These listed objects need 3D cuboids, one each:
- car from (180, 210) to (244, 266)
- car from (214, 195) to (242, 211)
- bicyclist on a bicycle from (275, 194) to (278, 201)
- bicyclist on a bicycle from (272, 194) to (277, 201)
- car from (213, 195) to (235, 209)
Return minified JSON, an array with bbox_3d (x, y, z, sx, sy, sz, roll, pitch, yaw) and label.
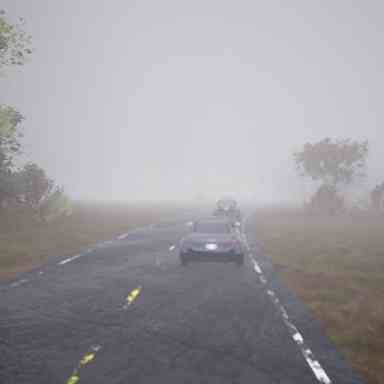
[{"bbox_3d":[0.744,1.542,11.573,1.994,1.385,4.181,0,0,5],"label":"car"},{"bbox_3d":[3.046,1.309,27.550,2.097,1.767,4.553,0,0,11],"label":"car"},{"bbox_3d":[21.880,1.295,86.489,0.659,1.776,1.843,0,0,18],"label":"bicyclist on a bicycle"},{"bbox_3d":[19.091,1.381,77.936,0.582,1.620,1.656,0,0,18],"label":"bicyclist on a bicycle"},{"bbox_3d":[4.450,1.289,45.550,2.097,1.767,4.553,0,0,18],"label":"car"}]
